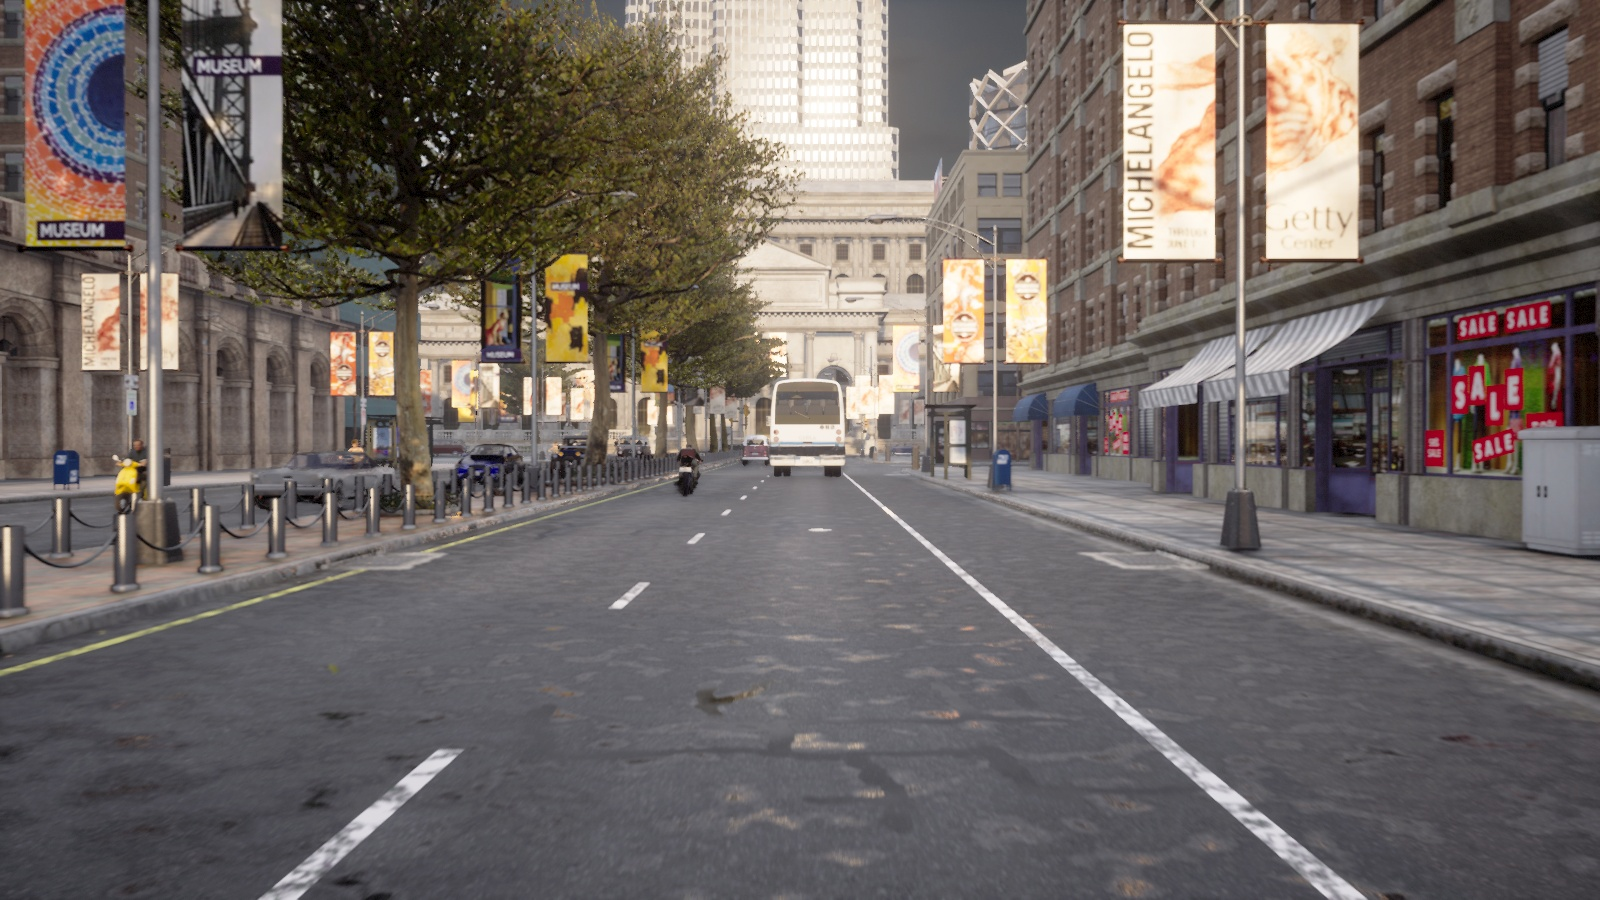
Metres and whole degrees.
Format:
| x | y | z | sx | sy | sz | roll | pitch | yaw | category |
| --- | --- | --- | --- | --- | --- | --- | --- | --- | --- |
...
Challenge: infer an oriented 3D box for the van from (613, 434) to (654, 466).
| x | y | z | sx | sy | sz | roll | pitch | yaw | category |
| --- | --- | --- | --- | --- | --- | --- | --- | --- | --- |
| -11.013 | -0.008 | 83.221 | 2.069 | 2.038 | 4.480 | 0 | 0 | 0 | van |

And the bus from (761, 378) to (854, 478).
| x | y | z | sx | sy | sz | roll | pitch | yaw | category |
| --- | --- | --- | --- | --- | --- | --- | --- | --- | --- |
| 0.350 | -0.961 | 58.875 | 3.944 | 4.253 | 10.273 | 0 | 0 | 0 | bus |

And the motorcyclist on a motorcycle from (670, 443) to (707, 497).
| x | y | z | sx | sy | sz | roll | pitch | yaw | category |
| --- | --- | --- | --- | --- | --- | --- | --- | --- | --- |
| -3.275 | 0.570 | 36.999 | 0.866 | 1.530 | 2.191 | 0 | 0 | 0 | motorcyclist on a motorcycle |

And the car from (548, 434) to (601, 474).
| x | y | z | sx | sy | sz | roll | pitch | yaw | category |
| --- | --- | --- | --- | --- | --- | --- | --- | --- | --- |
| -11.132 | 0.183 | 62.104 | 1.905 | 1.878 | 3.866 | 0 | 0 | 0 | car |

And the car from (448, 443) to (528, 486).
| x | y | z | sx | sy | sz | roll | pitch | yaw | category |
| --- | --- | --- | --- | --- | --- | --- | --- | --- | --- |
| -11.227 | 0.495 | 45.412 | 1.816 | 1.474 | 4.193 | 0 | 0 | 0 | car |

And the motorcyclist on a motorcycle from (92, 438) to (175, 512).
| x | y | z | sx | sy | sz | roll | pitch | yaw | category |
| --- | --- | --- | --- | --- | --- | --- | --- | --- | --- |
| -14.826 | 0.530 | 27.977 | 0.866 | 1.590 | 1.817 | 0 | 0 | 0 | motorcyclist on a motorcycle |

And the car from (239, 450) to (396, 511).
| x | y | z | sx | sy | sz | roll | pitch | yaw | category |
| --- | --- | --- | --- | --- | --- | --- | --- | --- | --- |
| -11.316 | 0.670 | 29.824 | 1.895 | 1.301 | 4.718 | 0 | 0 | 0 | car |

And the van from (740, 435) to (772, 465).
| x | y | z | sx | sy | sz | roll | pitch | yaw | category |
| --- | --- | --- | --- | --- | --- | --- | --- | --- | --- |
| -2.995 | -0.019 | 86.371 | 2.069 | 2.038 | 4.480 | 0 | 0 | 0 | van |
